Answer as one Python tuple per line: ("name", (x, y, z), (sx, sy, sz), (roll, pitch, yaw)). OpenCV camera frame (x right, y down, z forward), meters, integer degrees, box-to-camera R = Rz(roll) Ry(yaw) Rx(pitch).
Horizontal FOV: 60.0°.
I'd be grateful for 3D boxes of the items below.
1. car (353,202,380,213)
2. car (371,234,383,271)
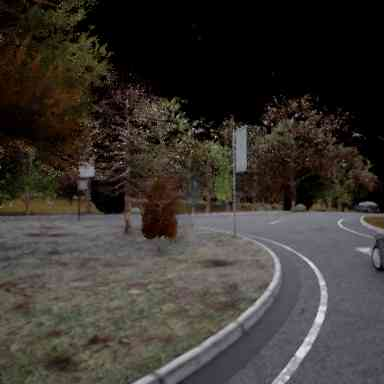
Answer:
("car", (23.411, 2.053, 44.510), (4.892, 1.490, 1.837), (4, -3, -40))
("car", (5.623, 1.469, 7.721), (1.837, 1.490, 4.892), (-1, 0, 18))
